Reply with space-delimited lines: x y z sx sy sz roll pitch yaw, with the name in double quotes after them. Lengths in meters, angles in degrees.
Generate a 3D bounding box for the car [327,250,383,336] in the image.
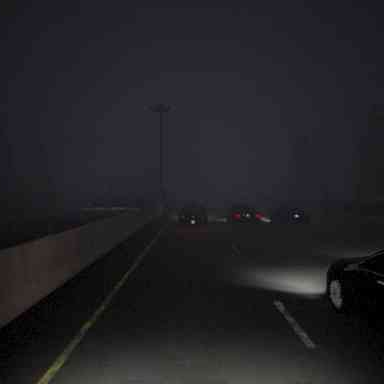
3.592 1.511 4.718 1.837 1.490 4.892 0 -1 0 "car"

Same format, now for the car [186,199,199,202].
-0.019 1.555 41.004 2.128 1.511 4.902 0 0 -1 "car"

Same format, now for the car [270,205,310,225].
7.057 1.602 24.429 1.994 1.385 4.181 0 0 0 "car"

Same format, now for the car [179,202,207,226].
0.059 1.638 23.597 1.895 1.301 4.718 0 0 0 "car"

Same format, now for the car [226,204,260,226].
3.558 1.584 23.824 2.033 1.411 5.357 0 0 0 "car"
